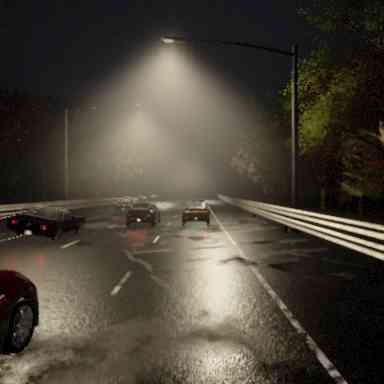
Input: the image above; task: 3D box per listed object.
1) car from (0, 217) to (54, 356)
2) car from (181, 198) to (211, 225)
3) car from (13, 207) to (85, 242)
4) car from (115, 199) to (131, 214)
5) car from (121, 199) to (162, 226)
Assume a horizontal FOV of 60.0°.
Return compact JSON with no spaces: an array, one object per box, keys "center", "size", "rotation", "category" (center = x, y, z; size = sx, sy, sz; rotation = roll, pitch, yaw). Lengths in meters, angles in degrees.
[{"center":[-3.386,1.346,3.241],"size":[2.097,1.767,4.553],"rotation":[0,0,0],"category":"car"},{"center":[0.283,1.448,23.294],"size":[2.128,1.511,4.902],"rotation":[0,0,1],"category":"car"},{"center":[-6.761,1.424,16.136],"size":[1.895,1.301,4.718],"rotation":[11,0,1],"category":"car"},{"center":[-6.534,1.428,34.220],"size":[2.128,1.511,4.902],"rotation":[0,0,1],"category":"car"},{"center":[-3.226,1.463,22.786],"size":[1.837,1.490,4.892],"rotation":[0,0,1],"category":"car"}]
